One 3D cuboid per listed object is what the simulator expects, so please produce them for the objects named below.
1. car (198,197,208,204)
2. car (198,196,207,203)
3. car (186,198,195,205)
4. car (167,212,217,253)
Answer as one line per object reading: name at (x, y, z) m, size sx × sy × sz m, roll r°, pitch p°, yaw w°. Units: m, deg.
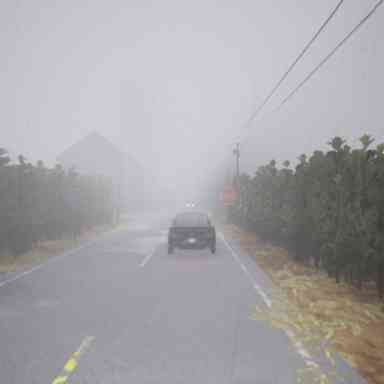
car at (2.963, 2.274, 81.865) m, size 2.128 × 1.511 × 4.902 m, roll 0°, pitch -1°, yaw 1°
car at (2.813, 2.055, 93.226) m, size 2.097 × 1.767 × 4.553 m, roll 0°, pitch -1°, yaw -4°
car at (-0.309, 2.268, 79.720) m, size 2.128 × 1.511 × 4.902 m, roll 0°, pitch -1°, yaw 3°
car at (0.000, 1.614, 14.482) m, size 1.882 × 1.535 × 5.008 m, roll 0°, pitch 0°, yaw 0°
